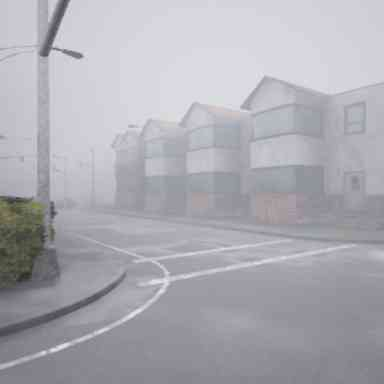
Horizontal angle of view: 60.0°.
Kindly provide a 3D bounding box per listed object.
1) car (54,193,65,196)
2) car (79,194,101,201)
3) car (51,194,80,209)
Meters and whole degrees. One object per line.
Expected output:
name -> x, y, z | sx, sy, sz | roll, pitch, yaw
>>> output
car -> -33.739, 1.142, 88.690 | 3.866, 1.878, 1.905 | 0, 0, -36
car -> -22.199, 1.269, 73.327 | 3.806, 1.475, 1.970 | 0, 0, -36
car -> -17.037, 1.483, 44.898 | 2.033, 1.411, 5.357 | 0, 2, -7
